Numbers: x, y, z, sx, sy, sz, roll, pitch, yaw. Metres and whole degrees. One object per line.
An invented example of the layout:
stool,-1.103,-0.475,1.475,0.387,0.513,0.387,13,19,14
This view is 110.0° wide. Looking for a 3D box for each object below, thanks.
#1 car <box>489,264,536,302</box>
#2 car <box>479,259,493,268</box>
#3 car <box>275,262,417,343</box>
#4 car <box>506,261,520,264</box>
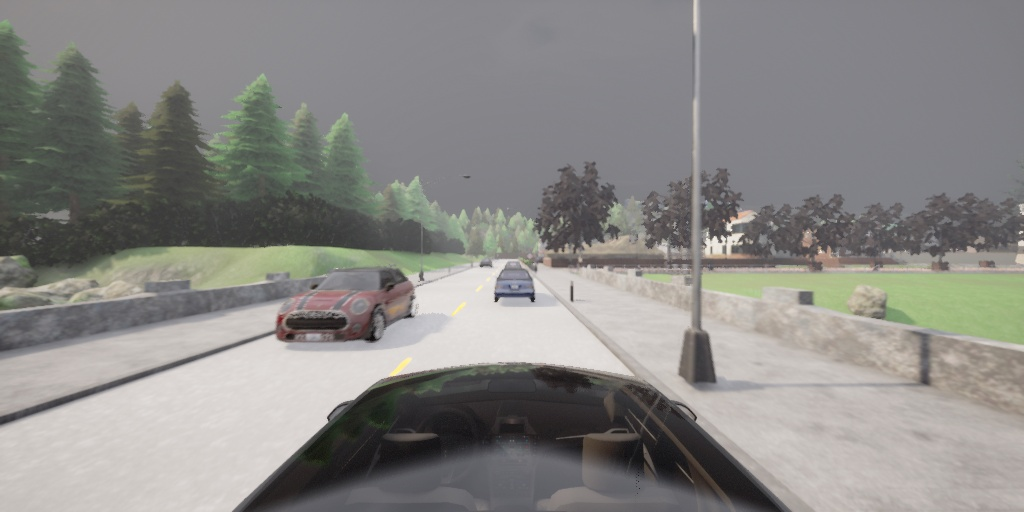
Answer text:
car,0.114,1.266,16.828,2.033,1.411,5.357,0,0,0
car,-4.032,1.182,56.431,2.033,1.411,5.357,0,0,1
car,-4.096,1.086,9.665,2.097,1.767,4.553,0,0,0
car,0.117,1.225,36.113,2.033,1.411,5.357,0,0,0
